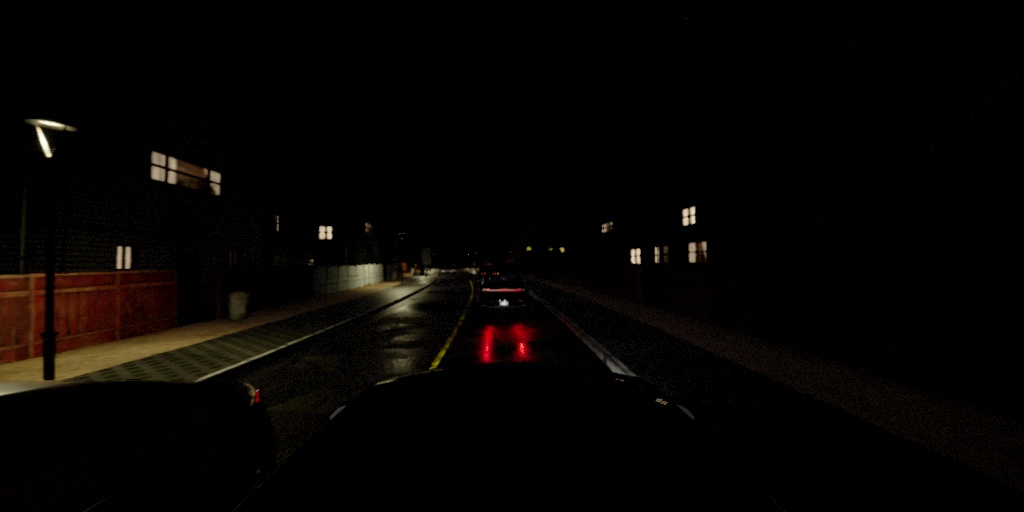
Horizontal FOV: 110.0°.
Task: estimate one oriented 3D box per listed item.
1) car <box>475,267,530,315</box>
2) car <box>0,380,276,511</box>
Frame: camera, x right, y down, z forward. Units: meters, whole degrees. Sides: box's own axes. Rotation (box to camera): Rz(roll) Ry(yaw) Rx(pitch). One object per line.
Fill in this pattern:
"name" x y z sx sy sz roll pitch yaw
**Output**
"car" -0.405 1.363 14.240 2.128 1.511 4.902 0 0 -3
"car" -2.918 1.312 1.221 1.994 1.385 4.181 0 0 0
